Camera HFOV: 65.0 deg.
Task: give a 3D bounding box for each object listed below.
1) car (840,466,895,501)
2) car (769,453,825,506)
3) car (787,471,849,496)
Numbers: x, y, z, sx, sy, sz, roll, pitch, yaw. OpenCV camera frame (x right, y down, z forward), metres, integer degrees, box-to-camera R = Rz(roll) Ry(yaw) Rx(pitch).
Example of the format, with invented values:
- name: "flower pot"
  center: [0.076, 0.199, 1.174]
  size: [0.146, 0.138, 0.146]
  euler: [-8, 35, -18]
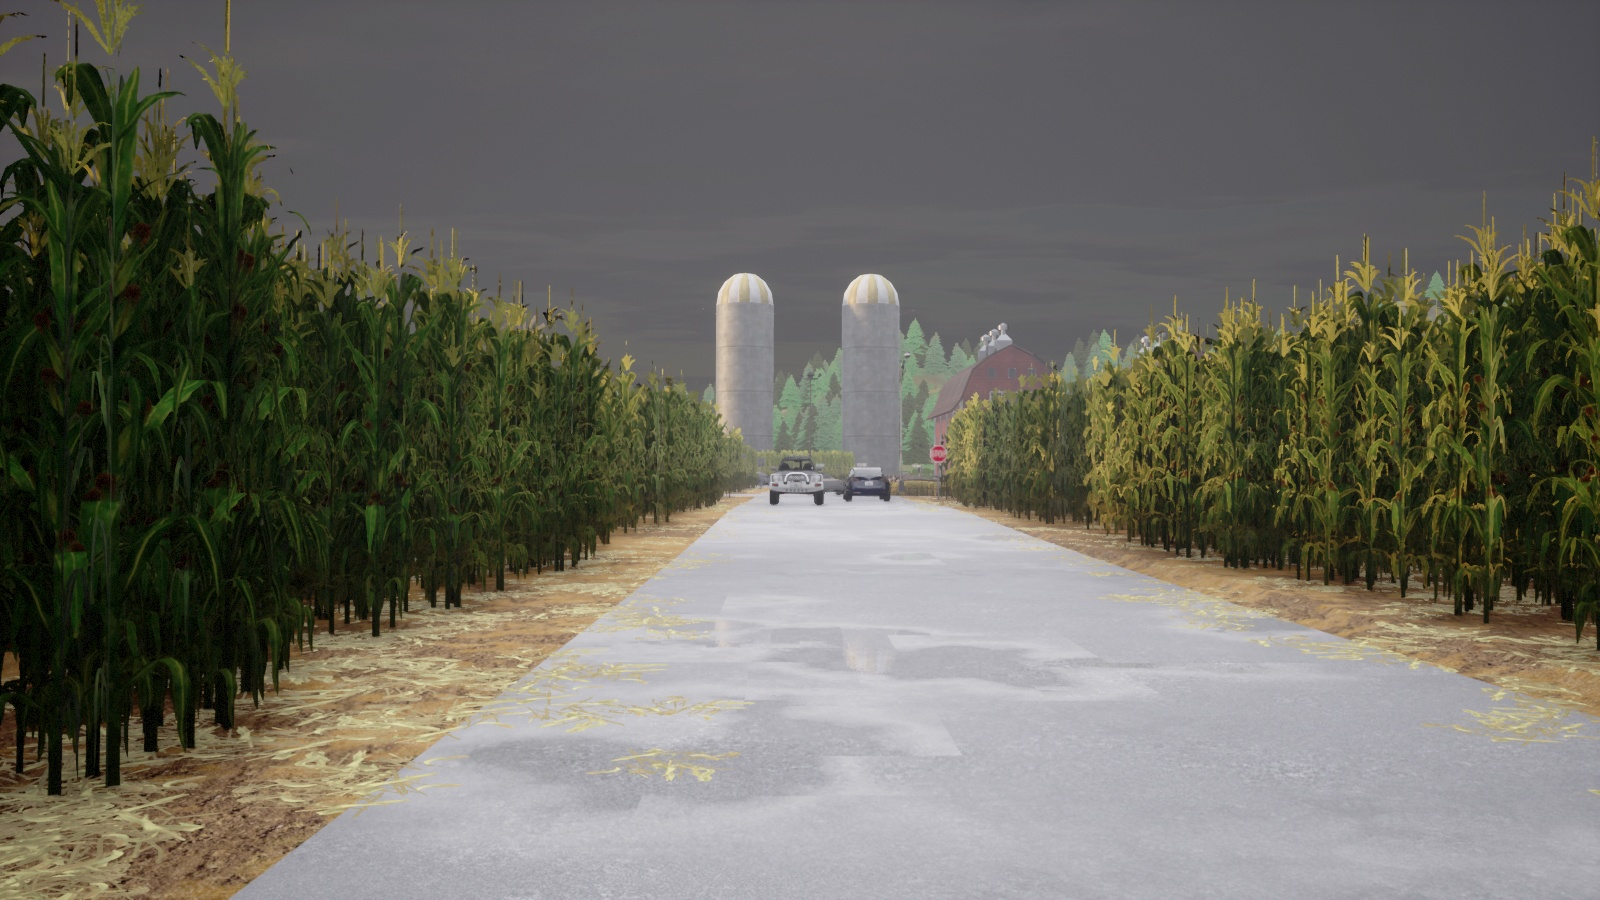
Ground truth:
- name: "car"
  center: [2.962, 1.484, 56.122]
  size: [2.163, 1.488, 4.792]
  euler: [0, -1, 0]
- name: "car"
  center: [-0.113, 1.084, 45.971]
  size: [1.932, 1.855, 4.605]
  euler: [0, -2, 0]
- name: "car"
  center: [0.987, 1.884, 71.665]
  size: [1.895, 1.301, 4.718]
  euler: [0, 0, -21]
